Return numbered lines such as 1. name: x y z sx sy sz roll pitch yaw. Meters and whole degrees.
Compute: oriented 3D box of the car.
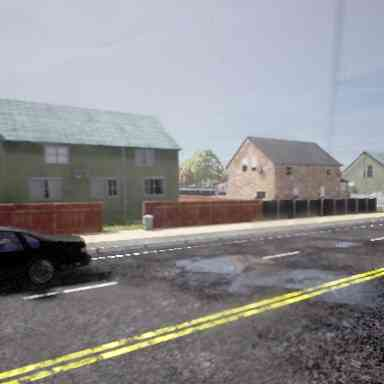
1. car: -5.217 1.547 7.947 5.357 1.411 2.033 0 0 -35
